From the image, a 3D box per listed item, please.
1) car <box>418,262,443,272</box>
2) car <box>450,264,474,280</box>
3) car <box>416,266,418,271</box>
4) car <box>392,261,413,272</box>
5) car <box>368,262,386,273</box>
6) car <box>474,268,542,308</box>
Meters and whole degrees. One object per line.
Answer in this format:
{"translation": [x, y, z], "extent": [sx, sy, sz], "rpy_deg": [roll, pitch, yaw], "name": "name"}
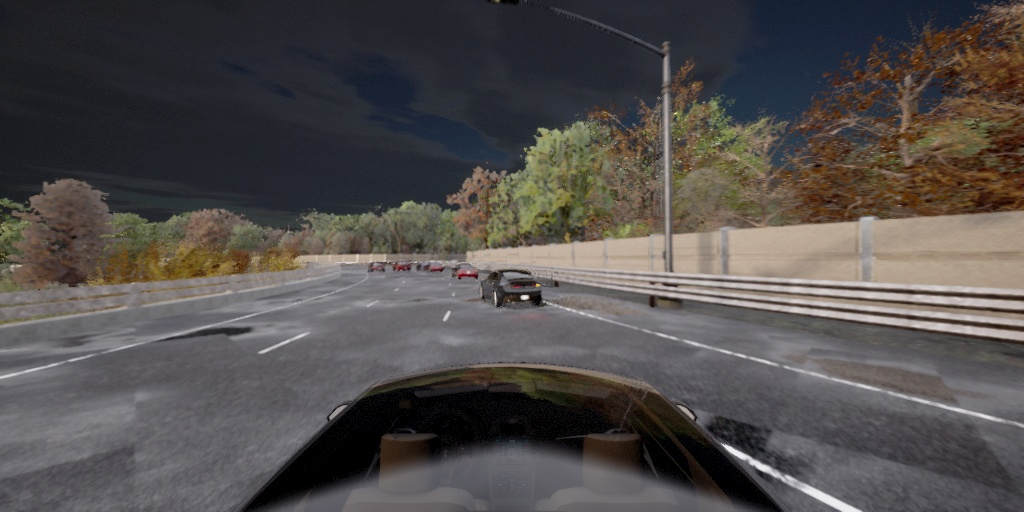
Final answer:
{"translation": [-11.526, 1.595, 51.701], "extent": [1.994, 1.385, 4.181], "rpy_deg": [-1, -1, -33], "name": "car"}
{"translation": [-4.589, 1.431, 34.083], "extent": [1.994, 1.385, 4.181], "rpy_deg": [1, 0, -20], "name": "car"}
{"translation": [-13.472, 1.631, 55.487], "extent": [1.994, 1.385, 4.181], "rpy_deg": [0, 0, -26], "name": "car"}
{"translation": [-16.519, 1.567, 53.617], "extent": [1.882, 1.535, 5.008], "rpy_deg": [0, 0, -30], "name": "car"}
{"translation": [-19.617, 1.638, 51.988], "extent": [1.812, 1.442, 4.674], "rpy_deg": [0, 0, -30], "name": "car"}
{"translation": [-0.183, 1.318, 15.709], "extent": [1.837, 1.490, 4.892], "rpy_deg": [-1, 0, -16], "name": "car"}
